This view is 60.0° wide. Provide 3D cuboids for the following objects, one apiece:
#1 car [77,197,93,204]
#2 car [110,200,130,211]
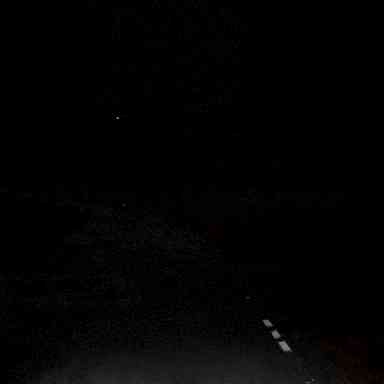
[{"bbox_3d":[-21.026,1.628,65.573,1.812,1.442,4.674,0,1,-34],"label":"car"},{"bbox_3d":[-9.931,1.811,46.009,2.033,1.411,5.357,0,0,-24],"label":"car"}]
